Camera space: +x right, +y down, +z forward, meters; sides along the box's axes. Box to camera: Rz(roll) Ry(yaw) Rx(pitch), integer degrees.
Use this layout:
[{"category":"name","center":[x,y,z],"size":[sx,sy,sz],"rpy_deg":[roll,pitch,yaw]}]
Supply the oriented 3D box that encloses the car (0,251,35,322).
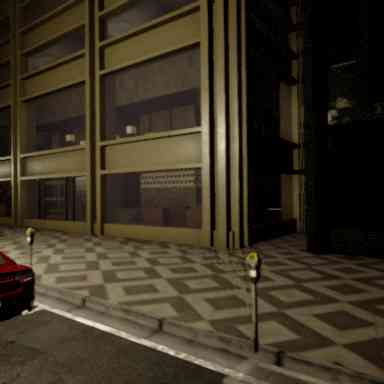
[{"category":"car","center":[-4.764,1.563,6.258],"size":[4.507,1.381,1.887],"rpy_deg":[0,-1,36]}]
